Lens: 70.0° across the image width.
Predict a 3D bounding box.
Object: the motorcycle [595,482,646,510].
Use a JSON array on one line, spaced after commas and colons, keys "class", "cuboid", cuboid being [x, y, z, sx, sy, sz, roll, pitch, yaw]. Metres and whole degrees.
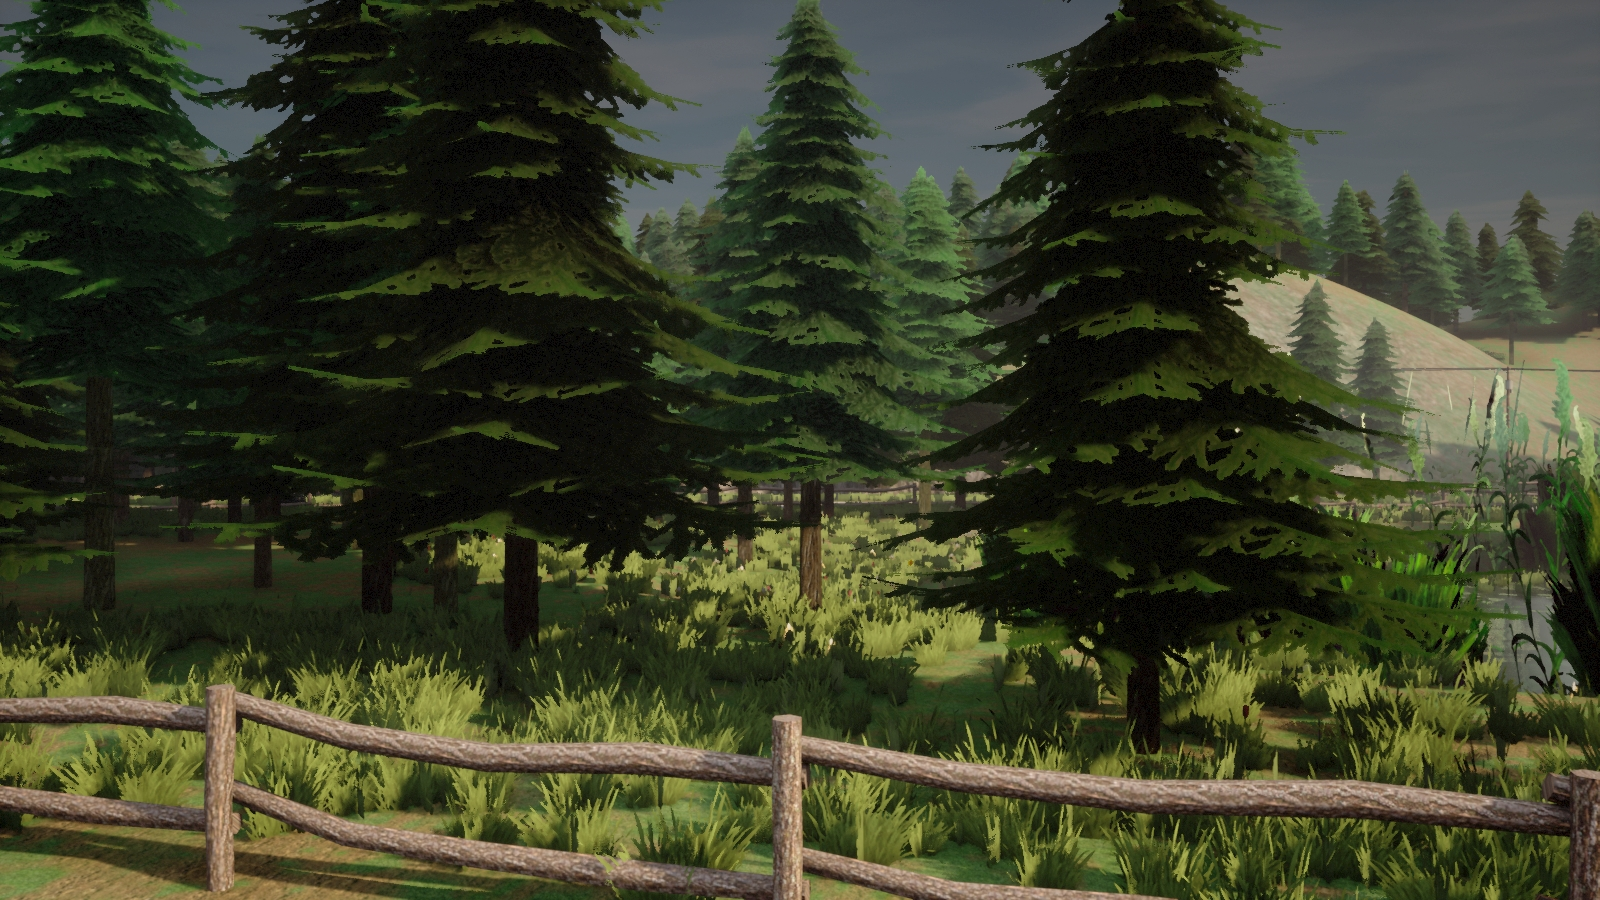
[{"class": "motorcycle", "cuboid": [-8.503, 2.178, 54.105, 2.209, 1.251, 0.867, 0, 0, 14]}]
